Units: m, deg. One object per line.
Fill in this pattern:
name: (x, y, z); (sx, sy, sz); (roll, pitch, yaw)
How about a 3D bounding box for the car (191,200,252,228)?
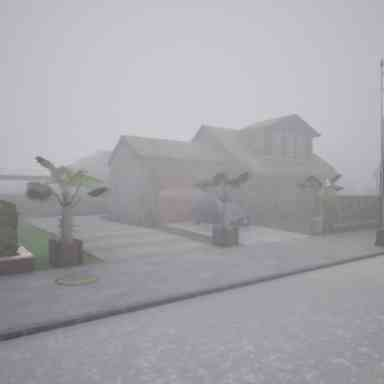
car: (1.638, 1.184, 18.626); (1.845, 1.501, 3.633); (0, 0, -38)
